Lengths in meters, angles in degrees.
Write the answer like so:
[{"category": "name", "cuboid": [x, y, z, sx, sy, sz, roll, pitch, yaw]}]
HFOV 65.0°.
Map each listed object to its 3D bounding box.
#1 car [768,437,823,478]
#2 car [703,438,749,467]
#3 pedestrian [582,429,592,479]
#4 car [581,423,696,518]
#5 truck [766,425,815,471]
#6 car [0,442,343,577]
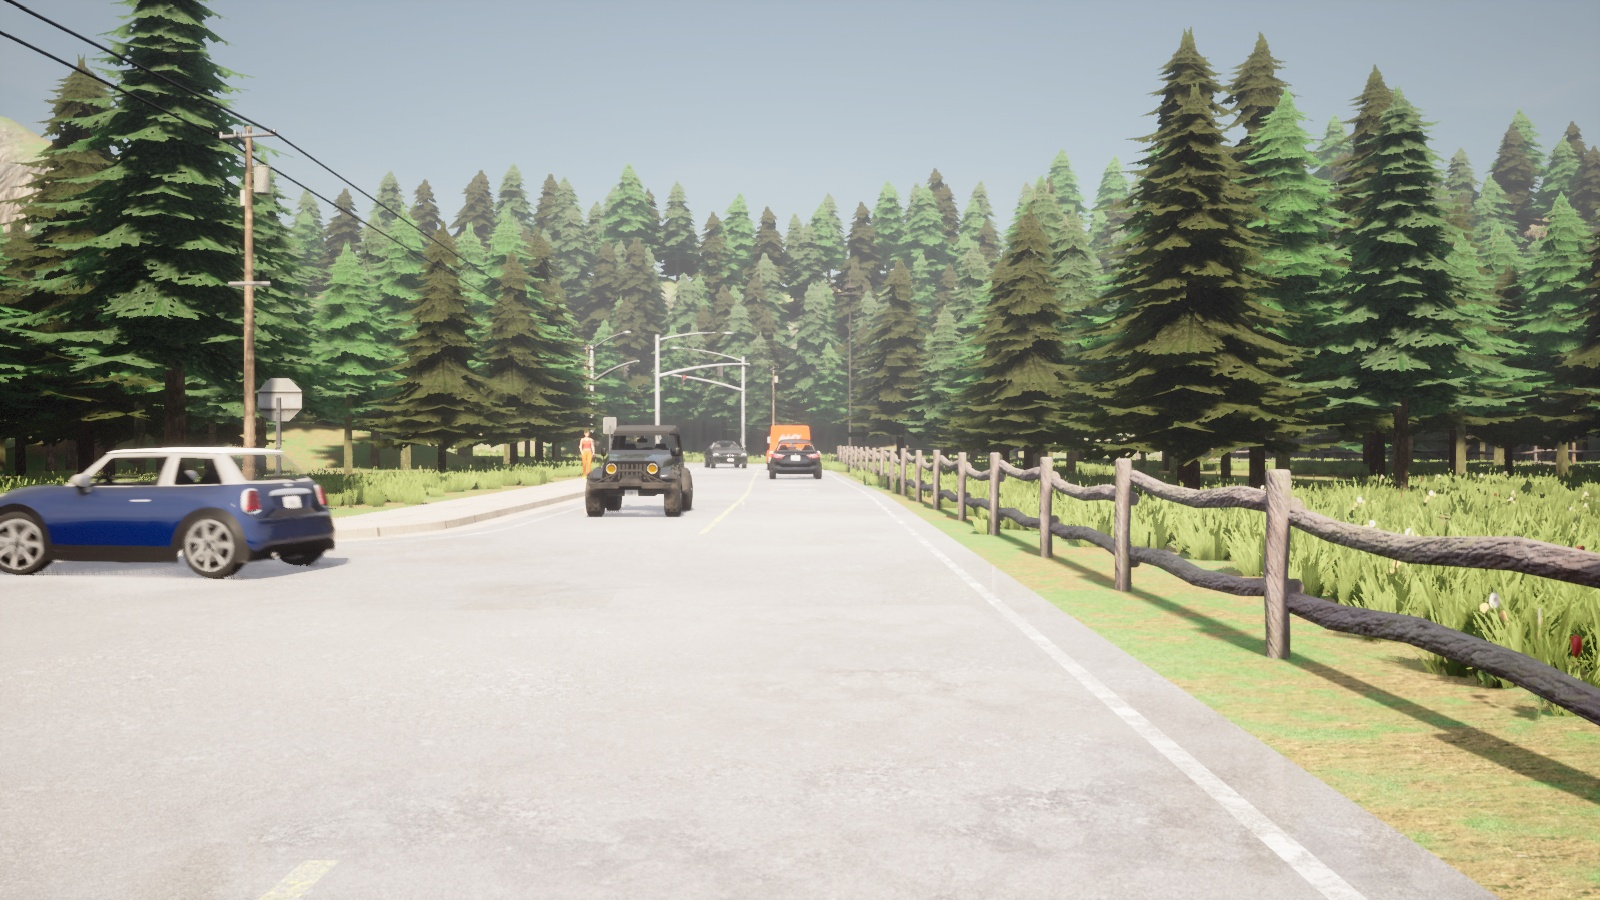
[{"category": "car", "cuboid": [-0.211, 0.298, 53.348, 2.242, 1.667, 4.611, 0, 0, -1]}, {"category": "car", "cuboid": [-4.403, 0.110, 74.389, 2.152, 1.651, 5.027, 0, 0, -10]}, {"category": "pedestrian", "cuboid": [-7.801, 0.150, 45.976, 0.345, 1.836, 0.594, 0, 0, -13]}, {"category": "car", "cuboid": [-3.336, 0.389, 26.623, 1.905, 1.878, 3.866, 0, 0, 0]}, {"category": "truck", "cuboid": [-0.592, -0.129, 70.272, 2.627, 2.467, 5.204, 0, 0, -2]}, {"category": "car", "cuboid": [-7.768, 0.651, 15.069, 3.806, 1.475, 1.970, 0, 0, 11]}]
